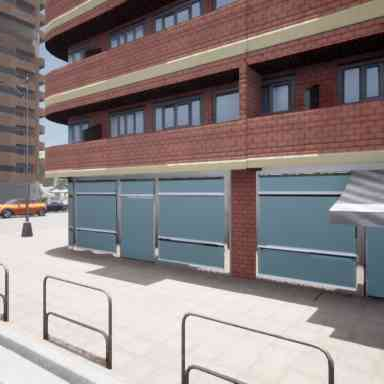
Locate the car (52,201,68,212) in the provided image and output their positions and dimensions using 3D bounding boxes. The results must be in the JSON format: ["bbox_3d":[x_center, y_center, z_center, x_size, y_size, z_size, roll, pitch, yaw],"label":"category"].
[{"bbox_3d":[-15.362,1.601,35.776,1.895,1.301,4.718,0,0,36],"label":"car"}]

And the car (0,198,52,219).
[{"bbox_3d":[-15.468,1.352,29.690,2.097,1.767,4.553,0,0,36],"label":"car"}]
